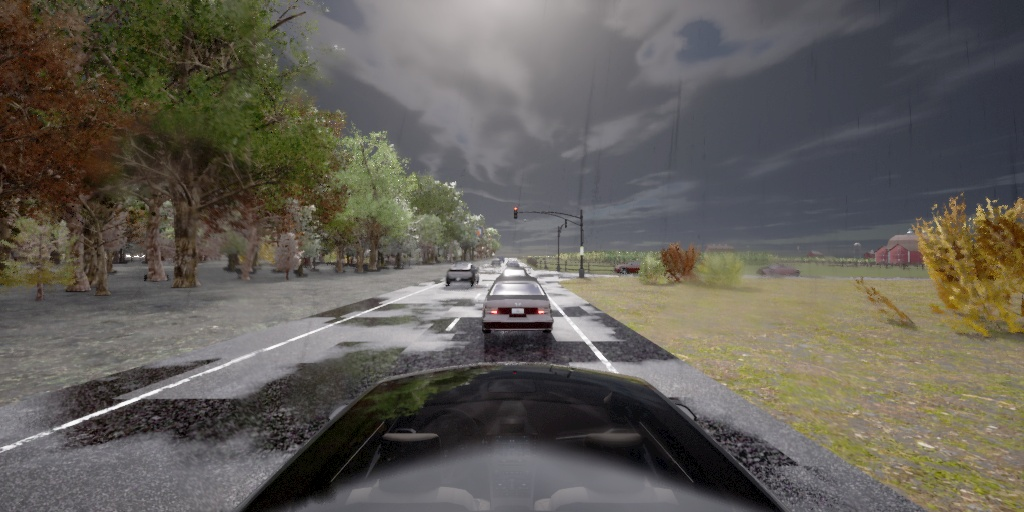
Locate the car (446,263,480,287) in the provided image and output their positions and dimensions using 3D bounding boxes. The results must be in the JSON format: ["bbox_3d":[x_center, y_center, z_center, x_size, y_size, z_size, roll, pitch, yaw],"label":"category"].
[{"bbox_3d":[-3.348,1.247,24.916,2.128,1.511,4.902,0,0,0],"label":"car"}]

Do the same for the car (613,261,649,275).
[{"bbox_3d":[14.325,1.318,42.271,4.553,1.767,2.097,1,-1,3],"label":"car"}]

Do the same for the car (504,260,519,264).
[{"bbox_3d":[0.130,1.357,57.425,1.895,1.301,4.718,0,0,0],"label":"car"}]

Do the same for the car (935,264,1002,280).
[{"bbox_3d":[48.670,1.825,38.258,5.357,1.411,2.033,1,-1,1],"label":"car"}]

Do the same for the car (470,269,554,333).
[{"bbox_3d":[0.121,1.300,10.682,2.033,1.411,5.357,0,0,0],"label":"car"}]

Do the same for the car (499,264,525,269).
[{"bbox_3d":[0.144,1.318,19.922,1.994,1.385,4.181,0,0,0],"label":"car"}]

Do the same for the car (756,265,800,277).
[{"bbox_3d":[31.123,1.710,41.984,4.181,1.385,1.994,1,-1,0],"label":"car"}]
